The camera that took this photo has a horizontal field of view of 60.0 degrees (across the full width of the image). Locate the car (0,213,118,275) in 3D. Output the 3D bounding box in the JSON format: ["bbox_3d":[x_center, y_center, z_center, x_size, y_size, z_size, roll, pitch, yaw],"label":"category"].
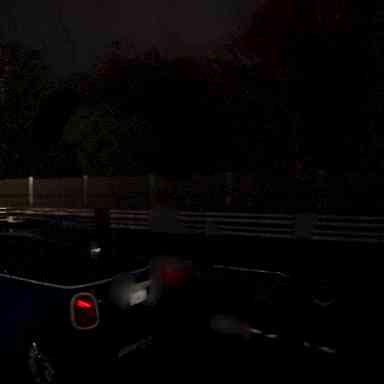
[{"bbox_3d":[-4.818,1.533,10.963,4.674,1.442,1.812,0,0,31],"label":"car"}]

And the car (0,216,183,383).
[{"bbox_3d":[-2.456,1.356,5.389,4.553,1.767,2.097,0,0,33],"label":"car"}]

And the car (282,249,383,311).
[{"bbox_3d":[4.207,1.561,6.332,4.718,1.301,1.895,0,0,25],"label":"car"}]
